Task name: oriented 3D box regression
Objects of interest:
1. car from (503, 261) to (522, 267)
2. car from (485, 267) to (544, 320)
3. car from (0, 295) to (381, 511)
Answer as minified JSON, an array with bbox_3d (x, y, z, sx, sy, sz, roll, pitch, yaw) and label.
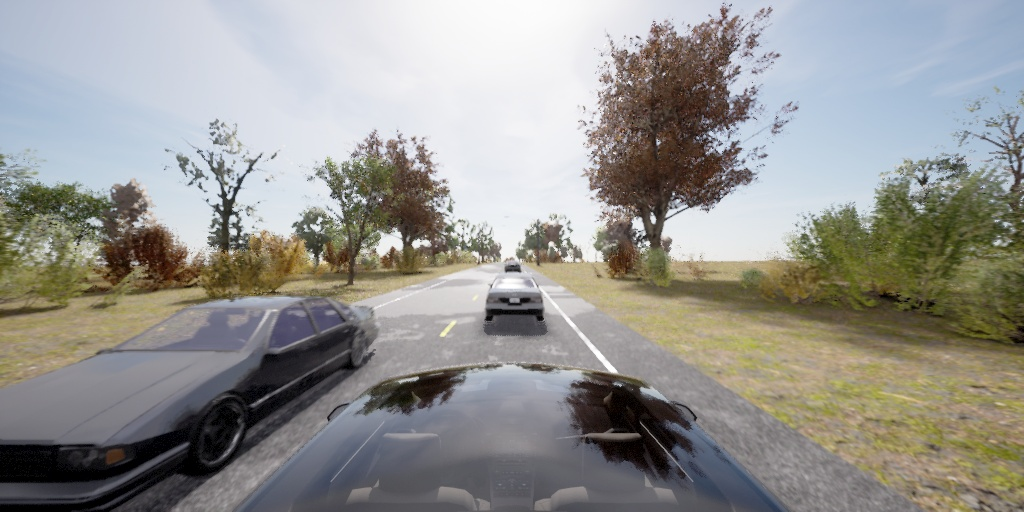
[{"bbox_3d":[0.100,1.285,41.236,1.837,1.490,4.892,0,0,0],"label":"car"},{"bbox_3d":[0.085,1.292,12.575,2.033,1.411,5.357,0,0,0],"label":"car"},{"bbox_3d":[-3.589,1.295,5.007,2.033,1.411,5.357,0,0,0],"label":"car"}]
